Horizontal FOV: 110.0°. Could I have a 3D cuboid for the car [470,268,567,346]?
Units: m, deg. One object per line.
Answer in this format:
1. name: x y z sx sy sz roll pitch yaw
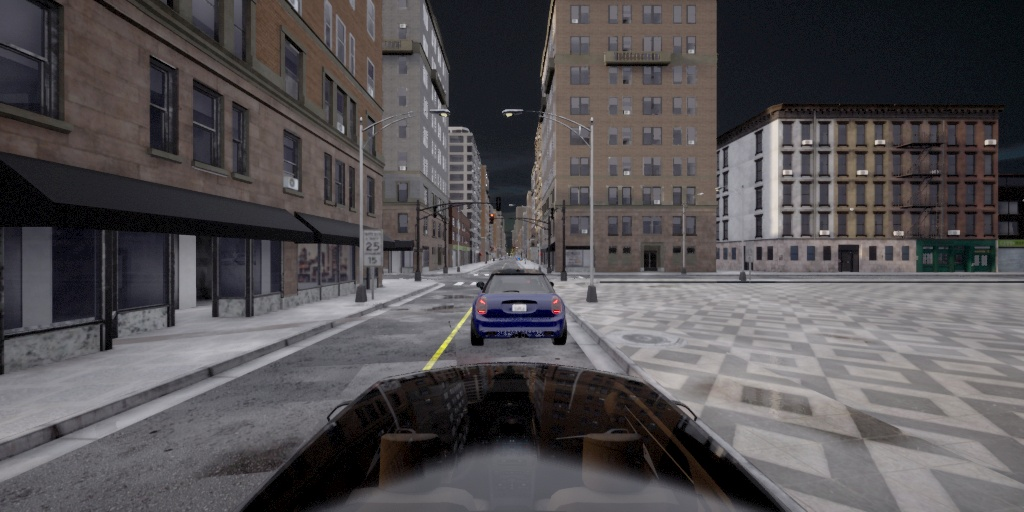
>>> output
1. car: 0.099 1.102 9.604 2.097 1.767 4.553 0 0 -1
